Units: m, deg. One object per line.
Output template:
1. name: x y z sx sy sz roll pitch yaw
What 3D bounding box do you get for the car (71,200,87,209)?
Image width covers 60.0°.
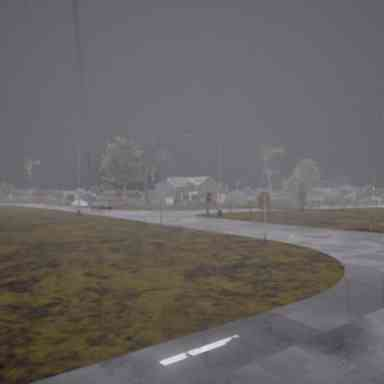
1. car: -18.929 2.014 55.944 1.812 1.442 4.674 0 -1 -36

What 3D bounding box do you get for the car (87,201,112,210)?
1. car: -13.120 1.915 47.957 1.994 1.385 4.181 0 -1 -35
